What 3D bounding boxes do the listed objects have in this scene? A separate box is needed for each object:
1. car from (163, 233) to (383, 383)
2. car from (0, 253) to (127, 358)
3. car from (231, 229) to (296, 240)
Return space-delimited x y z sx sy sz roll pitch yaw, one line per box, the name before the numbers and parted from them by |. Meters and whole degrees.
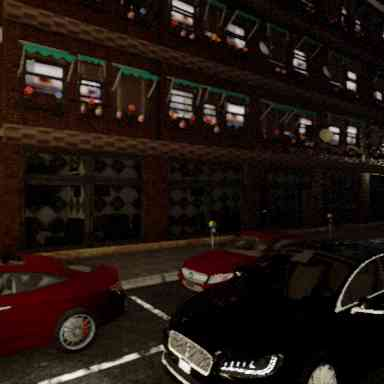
car | 1.911 1.502 4.735 4.892 1.490 1.837 0 0 -35
car | -2.977 1.573 4.566 4.206 1.307 1.802 0 1 -35
car | 1.674 1.576 7.798 4.206 1.307 1.802 0 1 -35
